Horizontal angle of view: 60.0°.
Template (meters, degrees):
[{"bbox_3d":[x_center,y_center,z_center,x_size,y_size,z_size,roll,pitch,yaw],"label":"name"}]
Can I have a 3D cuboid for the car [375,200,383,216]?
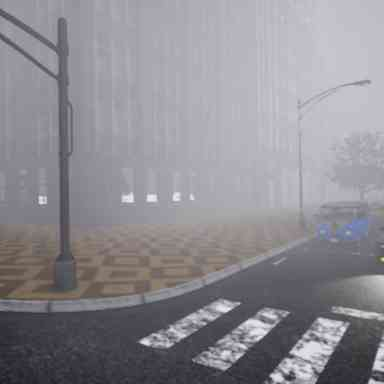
[{"bbox_3d":[12.906,1.449,23.475,1.752,1.417,4.829,-1,0,35],"label":"car"}]

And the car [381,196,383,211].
[{"bbox_3d":[22.580,1.284,37.395,1.967,1.590,4.097,-1,0,35],"label":"car"}]

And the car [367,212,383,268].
[{"bbox_3d":[6.942,1.508,10.330,1.994,1.385,4.181,-1,0,35],"label":"car"}]

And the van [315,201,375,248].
[{"bbox_3d":[6.615,1.320,14.428,1.690,1.788,3.998,-1,0,35],"label":"van"}]
